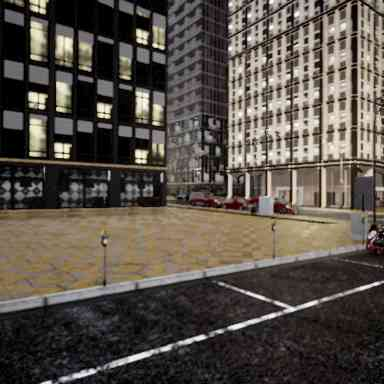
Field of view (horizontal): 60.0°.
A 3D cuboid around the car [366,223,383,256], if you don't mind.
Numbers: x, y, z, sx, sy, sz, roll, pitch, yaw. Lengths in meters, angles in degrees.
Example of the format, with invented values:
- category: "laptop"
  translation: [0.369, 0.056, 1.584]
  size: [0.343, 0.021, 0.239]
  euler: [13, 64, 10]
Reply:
- category: "car"
  translation: [8.329, 1.577, 12.507]
  size: [4.097, 1.590, 1.967]
  euler: [1, 0, -36]

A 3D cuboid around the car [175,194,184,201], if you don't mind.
- category: "car"
  translation: [-1.338, 0.968, 58.931]
  size: [1.947, 1.339, 4.313]
  euler: [2, 0, -36]

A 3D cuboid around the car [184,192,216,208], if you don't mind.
- category: "car"
  translation: [1.645, 0.971, 40.401]
  size: [2.192, 1.841, 5.009]
  euler: [2, 0, -36]

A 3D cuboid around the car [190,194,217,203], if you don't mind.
- category: "car"
  translation: [1.814, 1.032, 54.537]
  size: [1.752, 1.417, 4.829]
  euler: [2, 0, -36]

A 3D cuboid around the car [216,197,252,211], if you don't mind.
- category: "car"
  translation: [4.884, 1.346, 35.870]
  size: [1.802, 1.307, 4.206]
  euler: [2, 0, -36]

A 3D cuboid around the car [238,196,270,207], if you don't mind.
- category: "car"
  translation: [8.409, 1.307, 45.334]
  size: [1.802, 1.307, 4.206]
  euler: [2, 0, -36]

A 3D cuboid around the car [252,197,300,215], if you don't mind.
- category: "car"
  translation: [8.137, 1.311, 31.340]
  size: [1.967, 1.590, 4.097]
  euler: [2, 0, -36]
